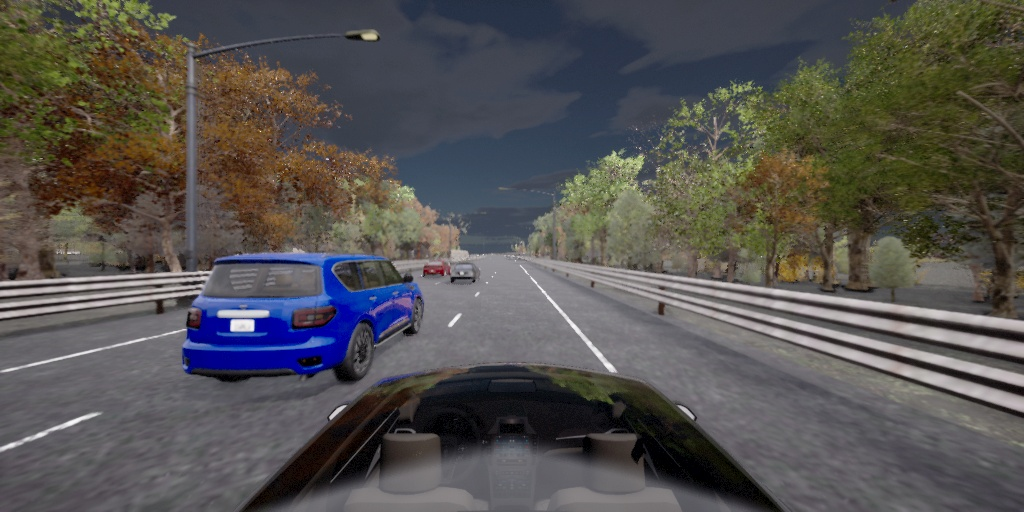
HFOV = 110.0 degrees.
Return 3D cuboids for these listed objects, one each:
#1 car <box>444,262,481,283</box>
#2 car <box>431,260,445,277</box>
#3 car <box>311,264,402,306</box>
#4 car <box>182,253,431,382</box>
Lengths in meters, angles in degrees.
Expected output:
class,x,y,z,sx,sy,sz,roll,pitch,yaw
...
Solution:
class,x,y,z,sx,sy,sz,roll,pitch,yaw
car,-3.449,1.234,27.190,2.033,1.411,5.357,0,0,0
car,-6.960,1.148,33.784,1.882,1.535,5.008,0,0,0
car,-6.925,1.205,16.687,2.128,1.511,4.902,0,0,0
car,-3.425,0.961,7.252,2.150,2.045,5.566,0,0,0
